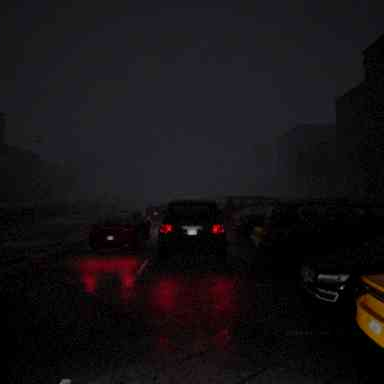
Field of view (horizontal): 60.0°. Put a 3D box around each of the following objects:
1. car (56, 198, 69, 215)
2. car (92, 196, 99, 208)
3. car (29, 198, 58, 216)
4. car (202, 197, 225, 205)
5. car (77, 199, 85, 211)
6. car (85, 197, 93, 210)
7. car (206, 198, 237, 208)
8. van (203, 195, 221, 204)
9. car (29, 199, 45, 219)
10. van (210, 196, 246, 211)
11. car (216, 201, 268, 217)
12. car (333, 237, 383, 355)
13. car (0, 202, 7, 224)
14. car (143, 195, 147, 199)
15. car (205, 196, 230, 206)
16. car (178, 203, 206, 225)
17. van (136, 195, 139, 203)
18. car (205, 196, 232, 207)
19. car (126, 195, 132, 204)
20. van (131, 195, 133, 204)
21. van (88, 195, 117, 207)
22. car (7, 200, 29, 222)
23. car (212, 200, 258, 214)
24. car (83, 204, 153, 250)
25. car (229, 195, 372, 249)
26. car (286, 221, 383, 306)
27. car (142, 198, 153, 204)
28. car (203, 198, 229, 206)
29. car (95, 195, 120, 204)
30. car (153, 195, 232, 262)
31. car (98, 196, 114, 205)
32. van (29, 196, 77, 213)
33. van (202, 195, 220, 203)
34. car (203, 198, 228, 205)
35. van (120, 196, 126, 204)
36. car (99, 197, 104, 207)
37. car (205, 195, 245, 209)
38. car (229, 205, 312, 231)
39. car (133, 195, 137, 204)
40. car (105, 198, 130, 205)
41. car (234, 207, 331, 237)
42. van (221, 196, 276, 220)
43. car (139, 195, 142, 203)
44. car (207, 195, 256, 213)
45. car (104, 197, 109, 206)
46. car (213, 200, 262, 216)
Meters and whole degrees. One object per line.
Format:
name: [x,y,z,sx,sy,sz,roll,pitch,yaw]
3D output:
car: [-15.468,1.623,33.322,4.892,1.521,2.231,0,0,0]
car: [-15.475,1.704,44.350,4.892,1.521,2.231,0,0,0]
car: [-15.466,1.606,30.566,4.892,1.521,2.231,0,0,0]
car: [4.714,1.967,73.404,5.008,1.535,2.097,0,-1,0]
car: [-15.475,1.700,38.836,4.674,1.452,2.002,0,0,0]
car: [-15.665,1.678,41.594,5.366,1.575,1.946,0,0,0]
car: [4.710,1.766,53.951,4.892,1.521,2.231,0,0,0]
van: [4.837,1.835,81.744,4.442,1.987,1.878,0,-1,0]
car: [-15.464,1.589,27.809,4.892,1.521,2.231,0,0,0]
van: [4.598,1.448,42.837,4.442,1.987,1.878,0,0,0]
car: [4.711,1.641,31.845,4.674,1.452,2.002,0,0,0]
car: [4.705,1.492,4.055,5.008,1.535,2.097,0,0,0]
car: [-15.436,1.433,22.296,4.553,1.767,2.185,0,0,0]
car: [-15.539,1.921,88.470,5.566,2.045,2.435,0,-1,0]
car: [4.686,1.720,62.291,4.553,1.767,2.185,0,-1,0]
car: [0.023,1.639,26.250,2.033,1.411,5.357,0,0,0]
van: [-15.387,1.819,77.438,4.442,1.987,1.878,0,-1,0]
car: [4.686,1.692,59.510,4.553,1.767,2.185,0,-1,0]
car: [-15.311,1.914,66.407,5.366,1.575,1.946,0,-1,0]
van: [-15.616,1.754,71.923,4.442,1.987,1.878,0,-1,0]
van: [-15.607,1.603,58.138,4.442,1.987,1.878,0,-1,0]
car: [-15.462,1.575,25.051,4.892,1.521,2.231,0,0,0]
car: [4.708,1.636,37.278,4.892,1.521,2.231,0,0,0]
car: [-2.945,1.521,14.569,1.882,1.535,5.008,0,0,1]
car: [4.683,1.274,15.173,5.566,2.045,2.435,0,0,0]
car: [4.717,1.501,6.709,4.892,1.521,2.231,0,0,0]
car: [-2.943,1.587,29.649,1.882,1.535,5.008,0,0,1]
car: [4.724,1.876,65.067,4.892,1.521,2.231,0,-1,0]
car: [-15.517,1.550,55.380,5.566,2.045,2.435,0,-1,0]
car: [0.031,1.260,12.384,2.150,2.045,5.566,0,0,0]
car: [-15.492,1.775,52.622,5.008,1.535,2.097,0,-1,0]
van: [-15.358,1.416,36.205,4.442,1.987,1.878,0,0,0]
van: [4.837,1.866,84.523,4.442,1.987,1.878,0,-1,0]
car: [4.714,1.905,67.844,5.008,1.535,2.097,0,-1,0]
van: [-15.611,1.660,63.650,4.442,1.987,1.878,0,-1,0]
car: [-15.512,1.756,47.108,4.792,1.488,2.163,0,0,0]
car: [4.687,1.465,48.395,5.566,2.045,2.435,0,0,0]
car: [4.710,1.585,20.605,4.674,1.452,2.002,0,0,0]
car: [-15.507,2.012,74.678,5.008,1.535,2.097,0,-1,0]
car: [-15.495,1.988,69.163,4.674,1.452,2.002,0,-1,0]
car: [4.709,1.575,17.890,4.674,1.452,2.002,0,0,0]
van: [4.830,1.359,28.942,4.442,1.987,1.878,0,0,0]
car: [-15.533,1.827,80.196,5.566,2.045,2.435,0,-1,0]
car: [4.686,1.402,40.061,5.566,2.045,2.435,0,0,0]
car: [-15.488,1.790,49.864,4.674,1.452,2.002,0,0,0]
car: [4.684,1.646,34.500,4.792,1.488,2.163,0,0,0]
